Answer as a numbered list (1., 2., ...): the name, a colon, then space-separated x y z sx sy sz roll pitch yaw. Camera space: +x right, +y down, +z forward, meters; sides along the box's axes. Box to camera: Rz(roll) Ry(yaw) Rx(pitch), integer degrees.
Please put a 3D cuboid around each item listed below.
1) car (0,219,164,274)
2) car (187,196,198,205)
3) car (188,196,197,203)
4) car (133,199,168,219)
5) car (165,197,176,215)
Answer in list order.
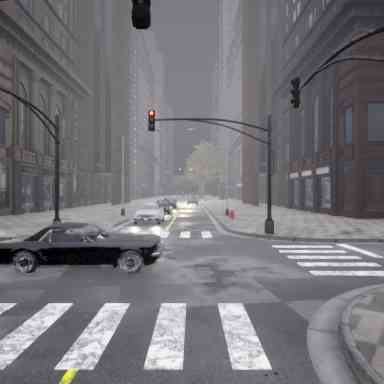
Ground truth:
1. car: -3.201 1.600 9.919 4.718 1.301 1.895 0 0 0
2. car: 0.133 1.582 59.379 2.033 1.411 5.357 0 0 0
3. car: 0.152 1.574 69.729 1.812 1.442 4.674 0 0 0
4. car: -3.082 1.526 24.463 1.812 1.442 4.674 0 0 0
5. car: -3.075 1.552 34.873 2.033 1.411 5.357 0 0 0
